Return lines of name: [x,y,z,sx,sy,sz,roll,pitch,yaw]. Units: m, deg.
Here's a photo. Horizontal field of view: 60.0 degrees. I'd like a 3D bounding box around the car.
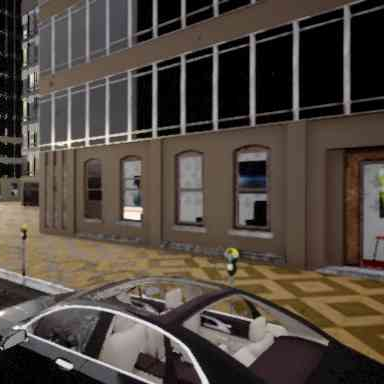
car: [-0.527,1.541,3.251,4.403,1.369,2.008,0,0,36]
